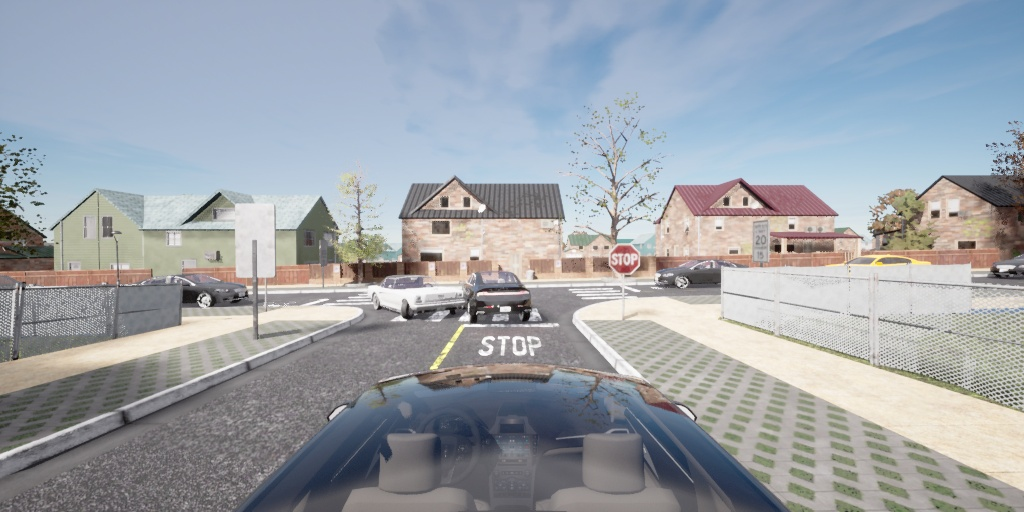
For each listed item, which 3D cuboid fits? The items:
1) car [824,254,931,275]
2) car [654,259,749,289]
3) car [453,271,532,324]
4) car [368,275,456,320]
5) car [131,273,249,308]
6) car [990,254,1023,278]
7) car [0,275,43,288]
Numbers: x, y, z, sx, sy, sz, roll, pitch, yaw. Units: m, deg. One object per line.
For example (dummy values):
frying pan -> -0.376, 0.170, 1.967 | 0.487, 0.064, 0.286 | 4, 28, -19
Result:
car -> 19.763, 0.690, 19.597 | 5.008, 1.535, 1.882 | -1, 1, -1
car -> 10.333, 0.926, 19.562 | 4.902, 1.511, 2.128 | -1, 1, 0
car -> -0.684, 1.243, 12.155 | 2.128, 1.511, 4.902 | 0, 0, -12
car -> -3.600, 1.368, 13.015 | 1.895, 1.301, 4.718 | 0, 0, -38
car -> -14.900, 1.566, 16.512 | 4.902, 1.511, 2.128 | -1, 1, 0
car -> 29.388, 0.478, 19.633 | 4.902, 1.511, 2.128 | -1, 1, 0
car -> -24.238, 1.648, 16.472 | 4.553, 1.767, 2.097 | -1, 1, 0
